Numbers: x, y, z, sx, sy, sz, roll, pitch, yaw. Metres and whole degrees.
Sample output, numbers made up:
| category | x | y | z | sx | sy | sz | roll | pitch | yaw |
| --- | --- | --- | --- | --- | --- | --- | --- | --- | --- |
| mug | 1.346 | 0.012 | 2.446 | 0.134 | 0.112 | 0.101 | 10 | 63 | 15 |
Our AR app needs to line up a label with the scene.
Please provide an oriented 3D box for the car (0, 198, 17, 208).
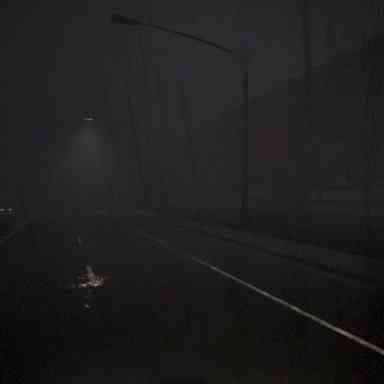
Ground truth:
| category | x | y | z | sx | sy | sz | roll | pitch | yaw |
| --- | --- | --- | --- | --- | --- | --- | --- | --- | --- |
| car | -29.008 | 1.700 | 52.585 | 2.128 | 1.511 | 4.902 | 0 | 0 | -21 |

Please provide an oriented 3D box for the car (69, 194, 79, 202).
| category | x | y | z | sx | sy | sz | roll | pitch | yaw |
| --- | --- | --- | --- | --- | --- | --- | --- | --- | --- |
| car | -28.979 | 1.576 | 81.846 | 1.812 | 1.442 | 4.674 | 0 | 1 | -21 |
